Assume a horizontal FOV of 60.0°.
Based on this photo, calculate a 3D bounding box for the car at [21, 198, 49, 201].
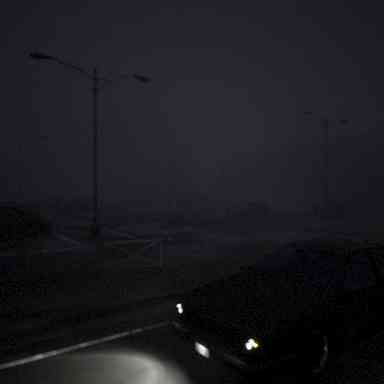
[{"bbox_3d":[-10.617,1.329,17.596,5.027,1.636,2.152,0,0,-35],"label":"car"}]

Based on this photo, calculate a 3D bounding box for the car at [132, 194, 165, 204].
[{"bbox_3d":[-7.302,1.157,57.919,5.027,1.636,2.152,0,0,-35],"label":"car"}]

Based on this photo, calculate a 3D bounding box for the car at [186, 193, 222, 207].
[{"bbox_3d":[2.028,1.102,45.285,4.605,1.855,1.932,0,0,-35],"label":"car"}]

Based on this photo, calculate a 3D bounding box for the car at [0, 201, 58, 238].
[{"bbox_3d":[-8.778,1.339,15.054,4.514,1.523,2.007,0,0,-35],"label":"car"}]

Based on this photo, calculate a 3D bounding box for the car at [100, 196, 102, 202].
[{"bbox_3d":[-19.118,1.299,61.960,4.514,1.523,2.007,0,0,-35],"label":"car"}]

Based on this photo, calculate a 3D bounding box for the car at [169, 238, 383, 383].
[{"bbox_3d":[2.291,1.549,5.627,5.357,1.411,2.033,0,0,-35],"label":"car"}]

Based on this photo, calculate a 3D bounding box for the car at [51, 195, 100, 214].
[{"bbox_3d":[-11.111,1.320,31.701,3.633,1.501,1.845,0,0,-35],"label":"car"}]

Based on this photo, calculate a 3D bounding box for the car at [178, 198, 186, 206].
[{"bbox_3d":[0.026,1.081,47.431,3.866,1.878,1.905,0,0,-35],"label":"car"}]

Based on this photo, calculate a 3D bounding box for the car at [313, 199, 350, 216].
[{"bbox_3d":[12.558,1.380,29.972,3.633,1.501,1.845,0,0,-35],"label":"car"}]

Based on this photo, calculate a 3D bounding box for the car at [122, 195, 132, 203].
[{"bbox_3d":[-11.242,1.235,62.994,3.806,1.475,1.970,0,0,-35],"label":"car"}]

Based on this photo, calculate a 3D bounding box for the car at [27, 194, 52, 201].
[{"bbox_3d":[-16.799,1.297,39.917,4.514,1.523,2.007,0,0,-35],"label":"car"}]

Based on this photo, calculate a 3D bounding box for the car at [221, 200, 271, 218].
[{"bbox_3d":[4.768,1.388,28.165,3.806,1.475,1.970,0,0,-35],"label":"car"}]
